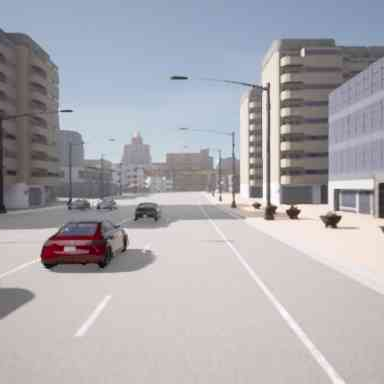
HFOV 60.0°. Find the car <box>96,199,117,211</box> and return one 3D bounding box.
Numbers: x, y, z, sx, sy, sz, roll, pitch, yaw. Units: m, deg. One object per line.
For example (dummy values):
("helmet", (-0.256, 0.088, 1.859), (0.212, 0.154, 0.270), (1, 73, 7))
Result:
("car", (-10.980, 1.658, 42.996), (2.128, 1.511, 4.902), (0, 0, 0))

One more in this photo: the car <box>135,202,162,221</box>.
("car", (-3.669, 1.604, 28.182), (1.837, 1.490, 4.892), (0, 0, 0))

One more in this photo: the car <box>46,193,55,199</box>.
("car", (-30.128, 0.919, 69.521), (1.970, 1.475, 3.806), (0, 2, 0))

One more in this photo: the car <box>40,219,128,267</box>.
("car", (-3.517, 1.613, 11.562), (1.994, 1.385, 4.181), (0, 0, 0))

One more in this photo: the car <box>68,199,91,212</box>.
("car", (-14.478, 1.675, 42.963), (2.128, 1.511, 4.902), (0, 0, 0))
